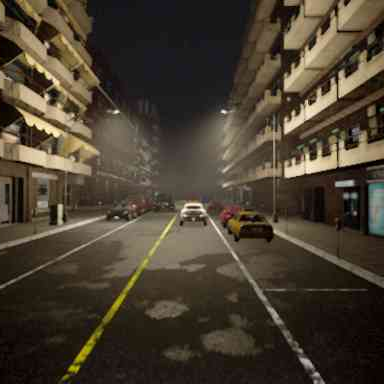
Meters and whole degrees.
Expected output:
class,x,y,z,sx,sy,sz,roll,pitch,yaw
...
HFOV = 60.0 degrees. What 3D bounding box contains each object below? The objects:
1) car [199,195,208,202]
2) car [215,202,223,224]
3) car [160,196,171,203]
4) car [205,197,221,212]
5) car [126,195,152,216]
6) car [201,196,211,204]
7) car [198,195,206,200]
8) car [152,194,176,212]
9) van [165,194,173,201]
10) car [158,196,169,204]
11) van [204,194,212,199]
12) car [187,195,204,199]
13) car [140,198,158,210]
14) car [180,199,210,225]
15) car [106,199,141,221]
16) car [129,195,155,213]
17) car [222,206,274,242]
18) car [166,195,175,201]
class,x,y,z,sx,sy,sz,roll,pitch,yaw
car,2.715,1.504,77.261,1.887,1.381,4.507,1,0,0
car,2.710,1.570,21.550,1.802,1.307,4.206,1,0,0
car,-5.648,1.528,71.733,1.947,1.339,4.313,1,0,0
car,2.717,1.561,38.263,1.802,1.307,4.206,1,0,0
car,-5.661,1.297,32.735,2.192,1.841,5.009,1,0,0
car,2.738,1.490,66.289,1.752,1.417,4.829,1,0,0
car,2.707,1.520,88.403,1.947,1.339,4.313,1,0,0
car,-3.075,1.200,37.884,2.150,2.045,5.566,0,0,0
van,-5.640,1.298,82.876,1.690,1.788,3.998,1,0,0
car,-5.649,1.490,65.992,1.752,1.417,4.829,1,0,0
van,2.734,1.309,60.548,1.690,1.788,3.998,1,0,0
car,0.104,1.329,41.461,2.097,1.767,4.553,0,0,0
car,-5.660,1.558,43.878,1.802,1.307,4.206,1,0,0
car,0.103,1.512,23.790,1.812,1.442,4.674,0,0,0
car,-5.667,1.551,27.165,1.947,1.339,4.313,1,0,0
car,-5.659,1.294,38.307,2.192,1.841,5.009,1,0,0
car,2.708,1.516,16.148,1.752,1.417,4.829,1,0,0
car,-5.640,1.505,88.446,2.008,1.369,4.403,1,0,0
